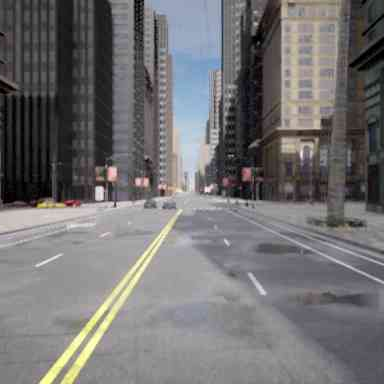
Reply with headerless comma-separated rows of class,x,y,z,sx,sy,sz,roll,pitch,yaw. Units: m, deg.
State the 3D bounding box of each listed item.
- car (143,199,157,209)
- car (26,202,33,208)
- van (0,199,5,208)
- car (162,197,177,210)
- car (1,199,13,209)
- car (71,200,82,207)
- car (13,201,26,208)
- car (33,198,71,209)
car,-6.473,1.851,52.040,1.837,1.490,4.892,0,-1,-1
car,-29.061,2.097,65.202,5.009,1.841,2.192,-1,1,0
van,-39.235,2.261,65.237,3.998,1.788,1.690,-1,1,0
car,-3.247,1.889,48.840,1.994,1.385,4.181,0,0,0
car,-33.773,2.377,56.682,4.403,1.369,2.008,-1,1,0
car,-23.970,2.258,65.187,4.507,1.381,1.887,-1,1,0
car,-34.144,2.433,65.223,4.206,1.307,1.802,-1,1,0
car,-23.832,2.217,56.659,4.829,1.417,1.752,-1,1,0
